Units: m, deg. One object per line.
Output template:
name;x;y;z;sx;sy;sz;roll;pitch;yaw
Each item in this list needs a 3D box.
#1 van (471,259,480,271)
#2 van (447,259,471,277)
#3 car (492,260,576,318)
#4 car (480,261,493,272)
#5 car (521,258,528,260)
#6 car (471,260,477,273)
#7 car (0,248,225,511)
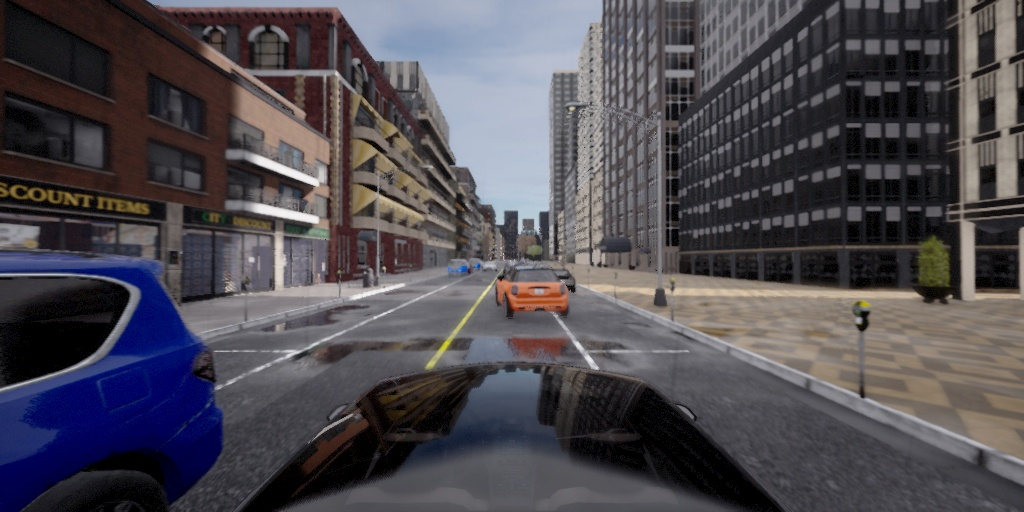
van;-5.715;1.307;54.384;1.690;1.789;3.998;0;0;0
van;-5.707;1.234;37.816;1.690;1.789;3.998;0;0;0
car;0.590;1.144;13.442;2.097;1.767;4.553;0;0;-8
car;-3.053;1.473;50.301;1.812;1.442;4.674;0;0;1
car;2.666;1.406;54.387;1.967;1.591;4.097;0;0;0
car;-5.709;1.462;43.339;1.888;1.381;4.507;0;0;0
car;-3.099;0.966;0.185;2.150;2.045;5.566;0;0;0
